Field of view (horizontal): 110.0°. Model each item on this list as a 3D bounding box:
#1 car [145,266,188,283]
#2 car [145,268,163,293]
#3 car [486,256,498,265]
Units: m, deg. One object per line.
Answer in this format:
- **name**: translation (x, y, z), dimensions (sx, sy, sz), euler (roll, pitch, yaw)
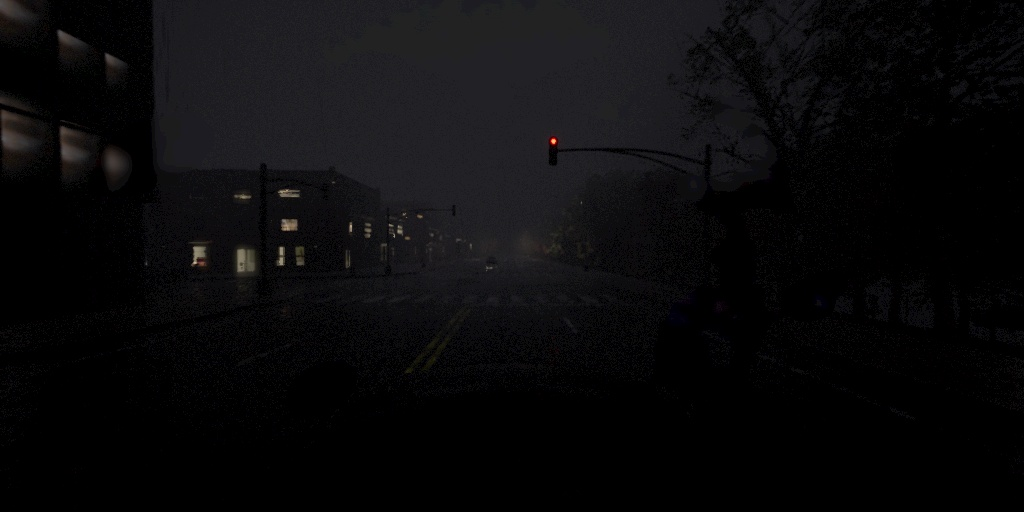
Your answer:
- **car**: translation (-28.329, 1.430, 28.398), dimensions (4.403, 1.370, 2.007), euler (0, 0, -1)
- **car**: translation (-22.620, 1.521, 19.878), dimensions (4.313, 1.339, 1.948), euler (0, 0, -1)
- **car**: translation (-3.344, 0.774, 59.808), dimensions (1.837, 1.490, 4.892), euler (0, 3, 0)
